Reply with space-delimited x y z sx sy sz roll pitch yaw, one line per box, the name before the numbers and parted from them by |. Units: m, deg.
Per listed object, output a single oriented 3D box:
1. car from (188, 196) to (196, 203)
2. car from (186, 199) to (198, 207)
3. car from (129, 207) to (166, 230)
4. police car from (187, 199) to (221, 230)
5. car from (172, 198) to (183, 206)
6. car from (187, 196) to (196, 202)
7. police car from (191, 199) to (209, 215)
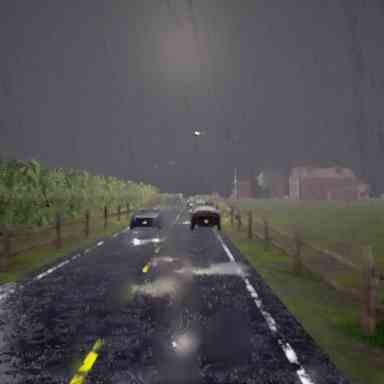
car | 0.035 1.740 76.635 1.882 1.535 5.008 0 0 0
car | 0.026 1.887 57.302 1.895 1.301 4.718 0 0 0
car | -2.839 1.663 21.973 1.994 1.385 4.181 0 0 0
police car | 0.834 1.524 21.956 1.930 1.638 5.238 0 0 0
car | -2.752 1.823 62.540 1.837 1.490 4.892 0 0 1
car | 0.839 1.498 31.817 2.097 1.767 4.553 0 0 0
police car | 0.842 1.601 37.956 1.930 1.638 5.238 0 0 0
